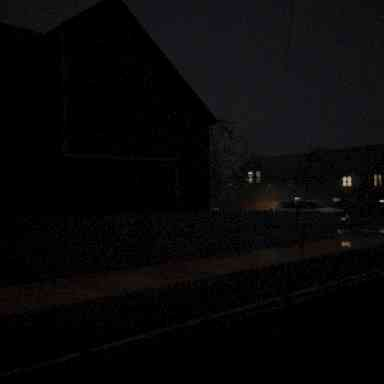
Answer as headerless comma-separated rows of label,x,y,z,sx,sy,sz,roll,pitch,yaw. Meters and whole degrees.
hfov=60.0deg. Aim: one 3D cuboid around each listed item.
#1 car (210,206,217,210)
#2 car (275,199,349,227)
car,0.448,1.892,36.659,2.150,2.045,5.566,-1,0,-36
car,8.786,1.562,24.994,2.150,2.045,5.566,-1,-1,-36
